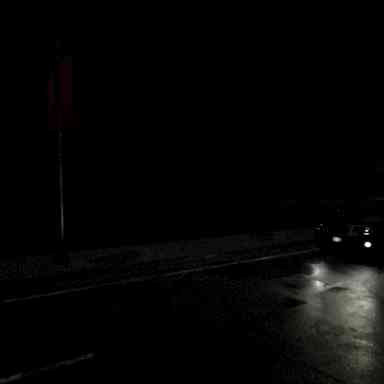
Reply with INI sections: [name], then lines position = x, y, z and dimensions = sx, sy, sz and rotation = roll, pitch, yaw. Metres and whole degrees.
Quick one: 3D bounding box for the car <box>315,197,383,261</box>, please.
[car]
position = 7.092, 1.231, 12.734
dimensions = 5.566, 2.045, 2.150
rotation = 0, 0, -35
